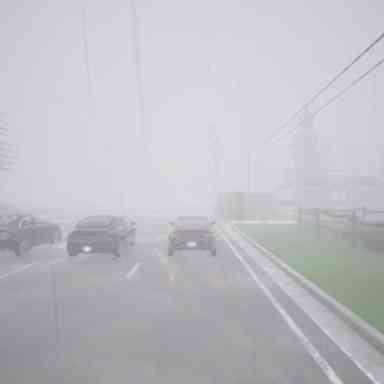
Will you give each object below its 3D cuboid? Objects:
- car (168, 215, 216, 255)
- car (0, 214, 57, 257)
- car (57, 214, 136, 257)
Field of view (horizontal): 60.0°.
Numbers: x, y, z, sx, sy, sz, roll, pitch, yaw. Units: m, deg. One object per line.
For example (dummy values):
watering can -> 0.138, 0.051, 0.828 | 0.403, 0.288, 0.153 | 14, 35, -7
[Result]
car -> 0.014, 1.677, 13.904 | 1.812, 1.442, 4.674 | 0, 0, 0
car -> -6.990, 1.640, 13.508 | 2.128, 1.511, 4.902 | 0, 0, 0
car -> -3.489, 1.655, 13.526 | 1.837, 1.490, 4.892 | 0, 0, 0
